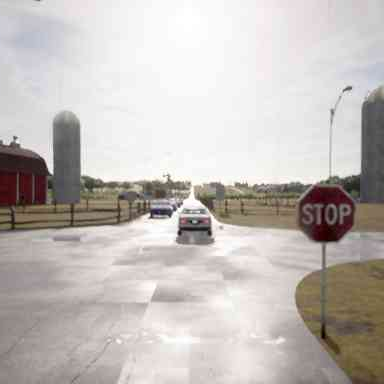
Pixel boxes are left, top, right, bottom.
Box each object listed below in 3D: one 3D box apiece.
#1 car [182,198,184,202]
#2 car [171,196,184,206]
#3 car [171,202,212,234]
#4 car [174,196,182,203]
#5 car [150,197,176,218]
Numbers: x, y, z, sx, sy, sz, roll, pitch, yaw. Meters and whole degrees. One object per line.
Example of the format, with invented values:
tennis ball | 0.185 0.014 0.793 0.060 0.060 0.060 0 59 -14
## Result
car | -2.704 1.588 50.233 2.128 1.511 4.902 0 0 0
car | -2.621 1.539 60.760 2.097 1.767 4.553 0 -1 1
car | 0.148 1.517 18.810 2.033 1.411 5.357 0 0 0
car | -2.744 1.541 40.623 2.128 1.511 4.902 0 0 0
car | -2.773 1.503 31.133 1.882 1.535 5.008 0 0 0
